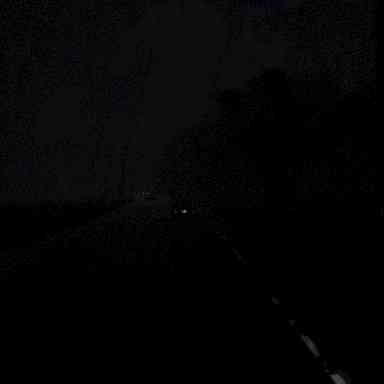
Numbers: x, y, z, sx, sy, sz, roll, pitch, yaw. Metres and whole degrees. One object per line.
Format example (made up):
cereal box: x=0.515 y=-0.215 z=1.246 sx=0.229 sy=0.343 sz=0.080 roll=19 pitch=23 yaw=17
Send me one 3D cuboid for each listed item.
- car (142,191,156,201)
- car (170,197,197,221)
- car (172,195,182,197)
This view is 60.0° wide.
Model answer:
car: x=-7.415 y=0.942 z=59.933 sx=2.033 sy=1.411 sz=5.357 roll=0 pitch=1 yaw=-6
car: x=-0.628 y=1.345 z=24.869 sx=2.033 sy=1.411 sz=5.357 roll=0 pitch=1 yaw=-3
car: x=-1.949 y=1.152 z=42.994 sx=2.033 sy=1.411 sz=5.357 roll=0 pitch=1 yaw=-5
